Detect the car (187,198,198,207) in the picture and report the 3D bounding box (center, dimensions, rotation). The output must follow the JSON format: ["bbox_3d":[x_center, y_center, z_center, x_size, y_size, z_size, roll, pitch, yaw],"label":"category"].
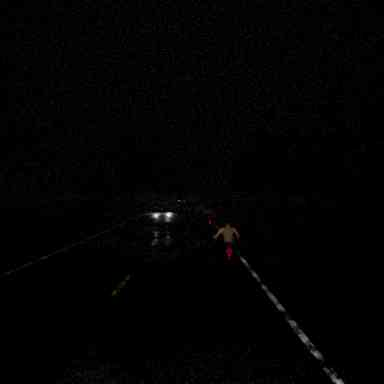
[{"bbox_3d":[0.102,1.932,58.017,1.812,1.442,4.674,0,0,0],"label":"car"}]

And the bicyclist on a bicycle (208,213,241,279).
[{"bbox_3d":[0.982,1.503,9.288,0.866,1.612,1.509,0,0,0],"label":"bicyclist on a bicycle"}]

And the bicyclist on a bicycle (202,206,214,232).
[{"bbox_3d":[0.983,1.569,18.773,0.866,1.612,1.509,0,0,0],"label":"bicyclist on a bicycle"}]

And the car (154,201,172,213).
[{"bbox_3d":[-3.590,1.817,41.424,1.812,1.442,4.674,0,0,0],"label":"car"}]
